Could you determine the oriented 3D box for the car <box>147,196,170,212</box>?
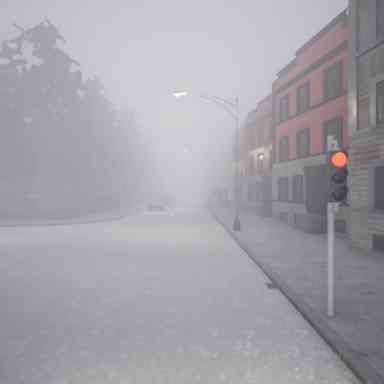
[{"bbox_3d":[-4.095,1.539,39.351,2.033,1.411,5.357,0,0,0],"label":"car"}]

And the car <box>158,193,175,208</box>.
[{"bbox_3d":[-4.088,1.211,49.612,2.150,2.045,5.566,0,0,0],"label":"car"}]
